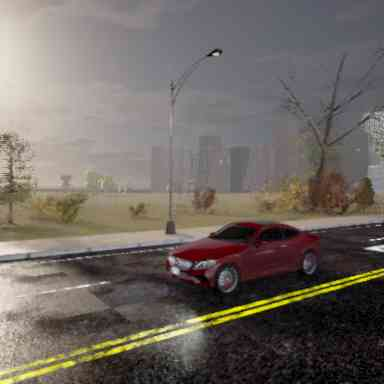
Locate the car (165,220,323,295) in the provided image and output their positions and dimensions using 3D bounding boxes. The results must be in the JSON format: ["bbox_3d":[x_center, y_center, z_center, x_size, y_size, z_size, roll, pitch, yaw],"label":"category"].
[{"bbox_3d":[1.541,1.495,8.736,4.674,1.442,1.812,0,0,-35],"label":"car"}]
